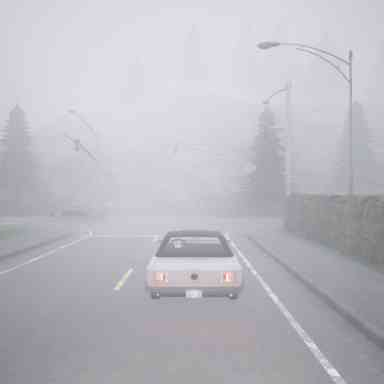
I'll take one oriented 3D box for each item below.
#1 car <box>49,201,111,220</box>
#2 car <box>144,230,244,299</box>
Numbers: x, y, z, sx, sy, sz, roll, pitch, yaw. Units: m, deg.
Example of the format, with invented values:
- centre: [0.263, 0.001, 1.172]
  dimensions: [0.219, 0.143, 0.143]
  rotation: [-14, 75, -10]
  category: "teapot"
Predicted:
- centre: [-9.226, 1.491, 27.495]
  dimensions: [4.902, 1.511, 2.128]
  rotation: [0, 0, 1]
  category: "car"
- centre: [0.061, 1.601, 8.382]
  dimensions: [1.895, 1.301, 4.718]
  rotation: [0, 0, 0]
  category: "car"
